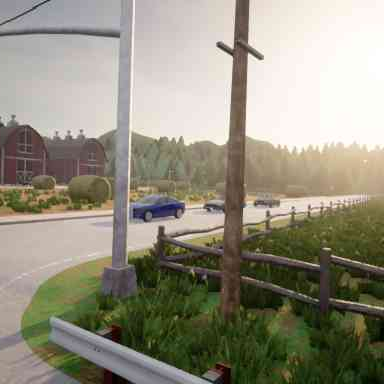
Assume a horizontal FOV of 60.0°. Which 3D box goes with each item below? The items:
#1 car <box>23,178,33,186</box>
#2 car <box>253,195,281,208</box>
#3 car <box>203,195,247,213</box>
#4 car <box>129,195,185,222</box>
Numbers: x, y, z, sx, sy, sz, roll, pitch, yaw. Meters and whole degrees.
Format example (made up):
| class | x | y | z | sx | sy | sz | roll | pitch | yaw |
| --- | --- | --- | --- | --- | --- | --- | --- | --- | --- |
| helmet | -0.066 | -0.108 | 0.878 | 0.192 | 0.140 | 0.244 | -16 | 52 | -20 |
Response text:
| class | x | y | z | sx | sy | sz | roll | pitch | yaw |
| --- | --- | --- | --- | --- | --- | --- | --- | --- | --- |
| car | -38.909 | -2.329 | 79.373 | 1.905 | 1.878 | 3.866 | 8 | 2 | -13 |
| car | 8.581 | 0.997 | 37.814 | 1.994 | 1.385 | 4.181 | 3 | 2 | 33 |
| car | 3.062 | 0.997 | 29.461 | 2.033 | 1.411 | 5.357 | 3 | 2 | 33 |
| car | -2.379 | 0.943 | 21.201 | 1.882 | 1.535 | 5.008 | 3 | 2 | 33 |
